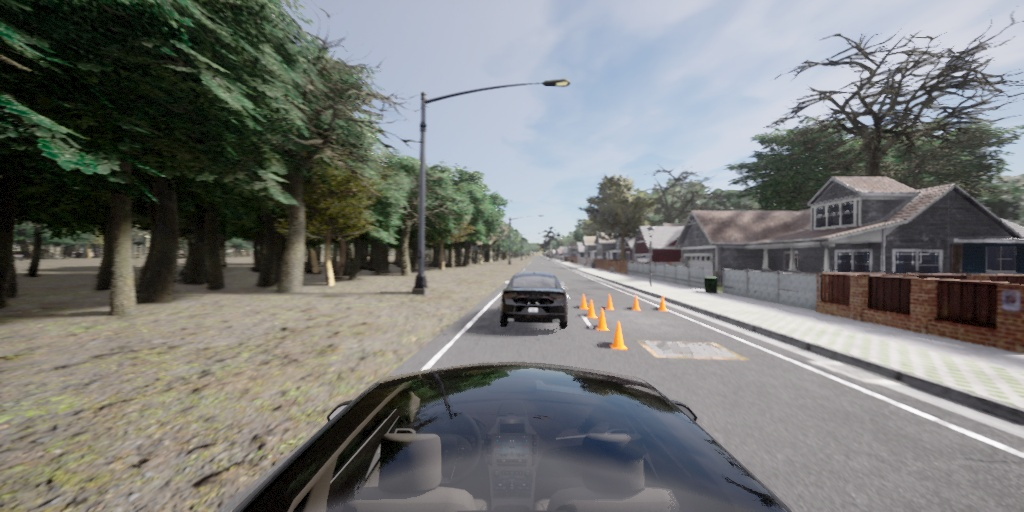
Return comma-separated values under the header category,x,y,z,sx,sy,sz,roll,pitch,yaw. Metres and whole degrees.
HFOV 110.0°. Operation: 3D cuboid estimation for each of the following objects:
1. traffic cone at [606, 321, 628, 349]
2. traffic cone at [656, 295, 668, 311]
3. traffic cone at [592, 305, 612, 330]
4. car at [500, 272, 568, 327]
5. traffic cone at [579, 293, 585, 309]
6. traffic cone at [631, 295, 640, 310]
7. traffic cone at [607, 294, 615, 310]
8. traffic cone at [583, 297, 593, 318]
category,x,y,z,sx,sy,sz,roll,pitch,yaw
traffic cone,2.368,1.745,8.003,0.340,0.580,0.340,0,0,4
traffic cone,5.779,1.800,13.779,0.340,0.580,0.340,0,0,4
traffic cone,2.508,1.749,9.998,0.340,0.580,0.340,0,0,4
car,0.723,1.248,11.719,1.882,1.535,5.008,1,0,4
traffic cone,2.786,1.758,13.989,0.340,0.580,0.340,0,0,4
traffic cone,4.781,1.786,13.849,0.340,0.580,0.340,0,0,4
traffic cone,3.784,1.772,13.919,0.340,0.580,0.340,0,0,4
traffic cone,2.647,1.754,11.993,0.340,0.580,0.340,0,0,4
